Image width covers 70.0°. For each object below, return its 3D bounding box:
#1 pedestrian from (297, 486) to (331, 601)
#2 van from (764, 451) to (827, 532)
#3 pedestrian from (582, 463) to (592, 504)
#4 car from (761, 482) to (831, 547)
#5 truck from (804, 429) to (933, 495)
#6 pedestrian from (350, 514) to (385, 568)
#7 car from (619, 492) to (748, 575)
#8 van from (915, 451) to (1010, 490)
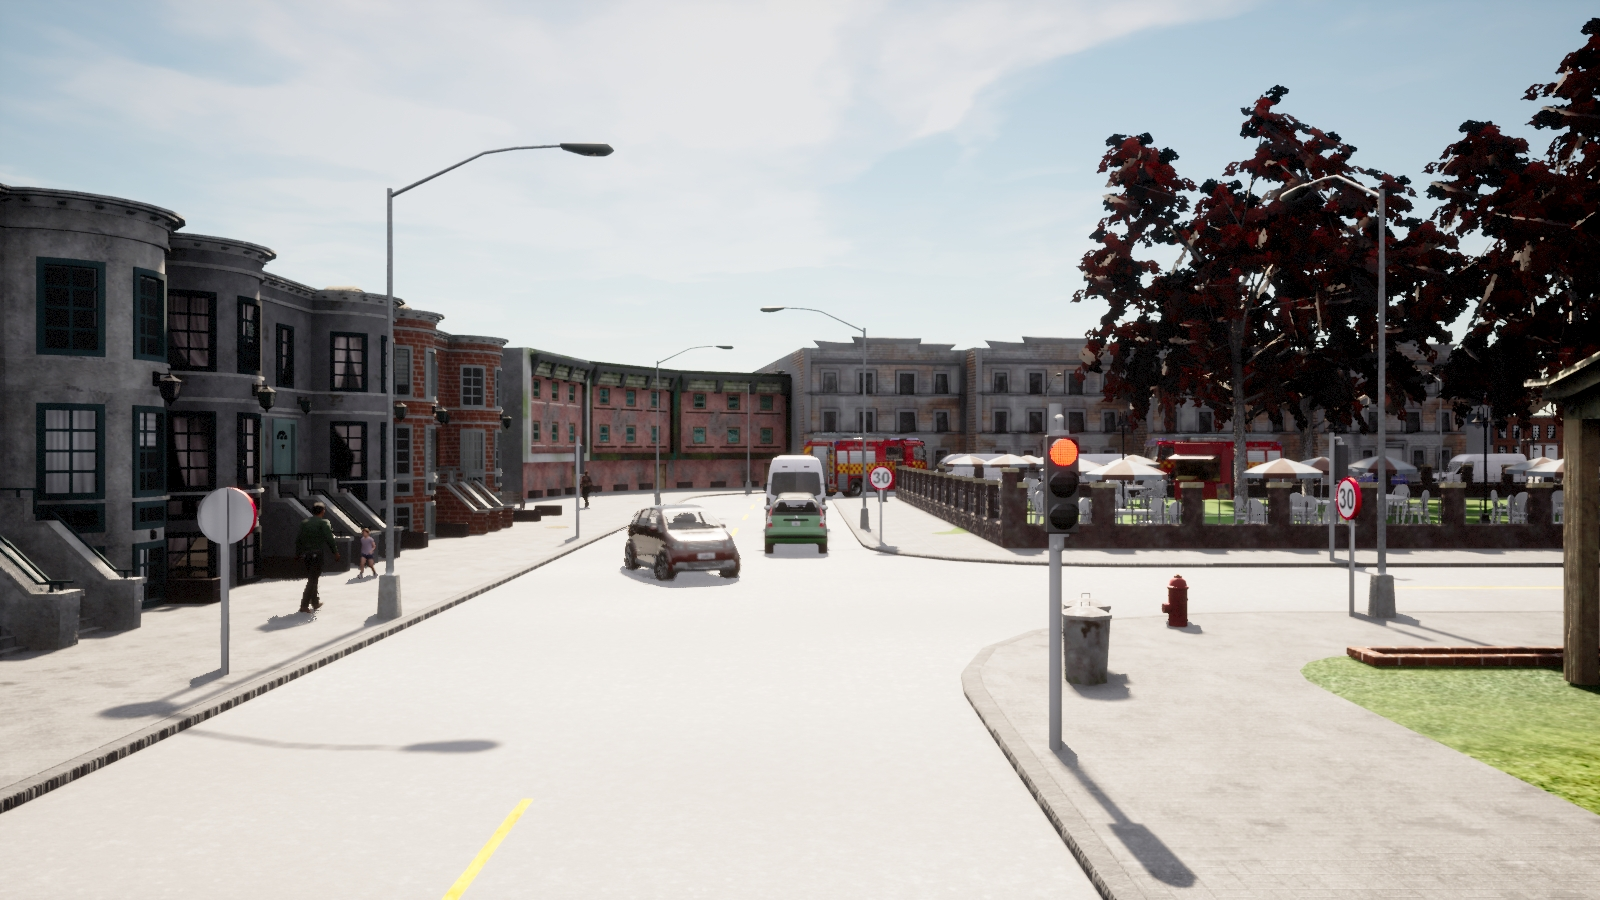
[{"bbox_3d":[-8.002,1.524,18.812,0.375,1.860,0.375,0,0,11],"label":"pedestrian"},{"bbox_3d":[-0.147,1.315,39.074,1.988,2.561,5.915,0,0,0],"label":"van"},{"bbox_3d":[-9.789,1.525,52.520,0.375,1.860,0.375,0,0,3],"label":"pedestrian"},{"bbox_3d":[-0.119,1.779,32.373,1.851,1.617,3.988,0,0,0],"label":"car"},{"bbox_3d":[4.295,0.672,70.228,8.468,3.827,2.891,0,0,-43],"label":"truck"},{"bbox_3d":[-9.060,1.904,23.937,0.500,1.100,0.500,0,0,6],"label":"pedestrian"},{"bbox_3d":[-2.702,1.805,25.700,1.789,1.549,3.705,-1,0,-24],"label":"car"},{"bbox_3d":[10.550,1.314,74.428,5.915,2.561,1.988,0,0,0],"label":"van"}]
